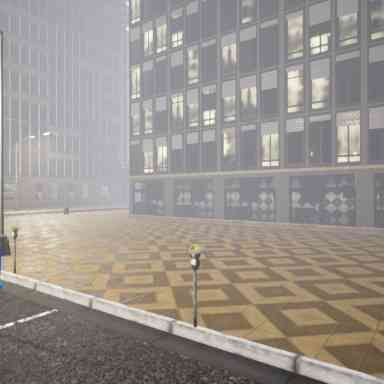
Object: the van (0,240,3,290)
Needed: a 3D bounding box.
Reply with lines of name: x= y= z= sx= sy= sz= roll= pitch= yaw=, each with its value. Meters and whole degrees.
van: x=-5.636 y=1.337 z=7.009 sx=3.998 sy=1.788 sz=1.690 roll=0 pitch=0 yaw=36
